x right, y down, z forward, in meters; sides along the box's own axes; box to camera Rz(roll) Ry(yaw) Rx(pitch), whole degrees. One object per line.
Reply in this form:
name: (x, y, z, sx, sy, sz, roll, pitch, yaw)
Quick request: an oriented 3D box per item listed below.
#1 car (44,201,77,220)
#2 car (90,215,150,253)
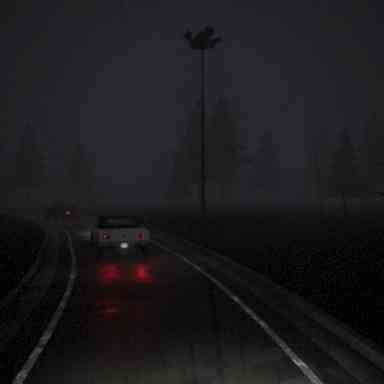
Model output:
car: (-11.684, 1.582, 29.474, 1.882, 1.535, 5.008, 0, 0, -36)
car: (-3.193, 1.634, 13.992, 1.895, 1.301, 4.718, 0, 0, -20)
